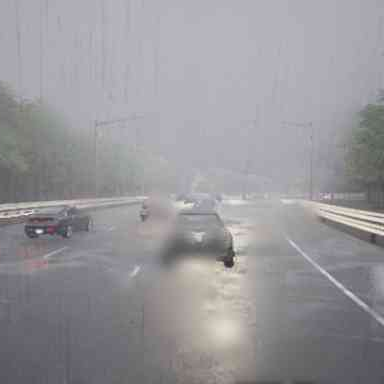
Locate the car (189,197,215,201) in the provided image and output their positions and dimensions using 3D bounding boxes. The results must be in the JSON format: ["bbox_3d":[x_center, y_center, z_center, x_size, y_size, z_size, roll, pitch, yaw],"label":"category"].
[{"bbox_3d":[1.038,1.527,32.360,1.994,1.385,4.181,0,0,4],"label":"car"}]

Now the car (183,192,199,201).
[{"bbox_3d":[0.149,1.225,59.181,2.097,1.767,4.553,0,0,7],"label":"car"}]

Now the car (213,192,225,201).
[{"bbox_3d":[5.236,1.074,71.344,2.150,2.045,5.566,0,0,9],"label":"car"}]

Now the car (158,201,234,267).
[{"bbox_3d":[0.208,1.349,11.583,2.097,1.767,4.553,0,0,1],"label":"car"}]

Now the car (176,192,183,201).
[{"bbox_3d":[-1.910,1.055,70.925,2.150,2.045,5.566,0,0,9],"label":"car"}]

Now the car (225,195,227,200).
[{"bbox_3d":[8.256,1.387,88.723,1.895,1.301,4.718,0,0,11],"label":"car"}]

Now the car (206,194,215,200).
[{"bbox_3d":[4.981,1.330,90.209,1.994,1.385,4.181,0,0,11],"label":"car"}]

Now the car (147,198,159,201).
[{"bbox_3d":[-5.062,1.467,43.763,1.994,1.385,4.181,0,0,5],"label":"car"}]

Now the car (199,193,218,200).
[{"bbox_3d":[2.499,1.385,49.863,1.882,1.535,5.008,0,0,6],"label":"car"}]

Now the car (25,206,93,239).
[{"bbox_3d":[-6.613,1.468,17.013,1.837,1.490,4.892,0,0,2],"label":"car"}]

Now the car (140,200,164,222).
[{"bbox_3d":[-2.723,1.566,26.244,1.895,1.301,4.718,0,0,3],"label":"car"}]
